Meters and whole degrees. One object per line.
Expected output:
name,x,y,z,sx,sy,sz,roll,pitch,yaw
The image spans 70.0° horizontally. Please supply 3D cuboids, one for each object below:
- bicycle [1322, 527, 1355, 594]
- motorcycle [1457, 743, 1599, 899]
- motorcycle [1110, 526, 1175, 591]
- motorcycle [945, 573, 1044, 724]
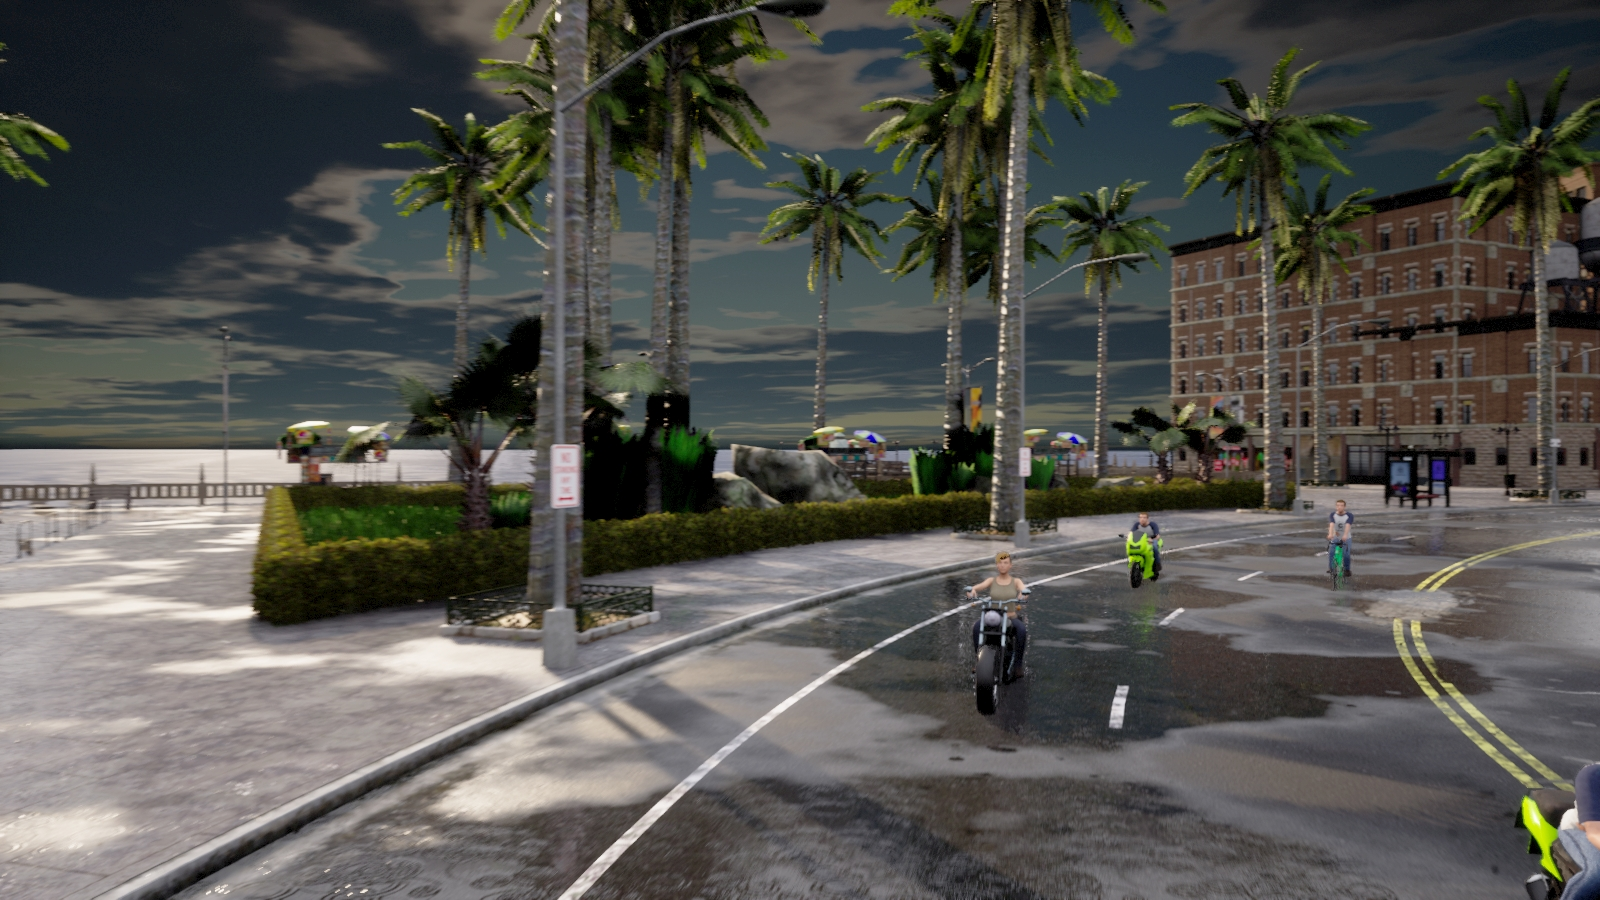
bicycle,10.907,2.215,23.131,0.373,1.196,1.643,1,1,33
motorcycle,3.897,2.216,5.330,0.803,1.145,2.033,0,0,10
motorcycle,7.144,2.219,23.747,0.803,1.145,2.033,1,0,31
motorcycle,2.249,2.171,12.965,0.764,1.277,2.356,0,0,18
